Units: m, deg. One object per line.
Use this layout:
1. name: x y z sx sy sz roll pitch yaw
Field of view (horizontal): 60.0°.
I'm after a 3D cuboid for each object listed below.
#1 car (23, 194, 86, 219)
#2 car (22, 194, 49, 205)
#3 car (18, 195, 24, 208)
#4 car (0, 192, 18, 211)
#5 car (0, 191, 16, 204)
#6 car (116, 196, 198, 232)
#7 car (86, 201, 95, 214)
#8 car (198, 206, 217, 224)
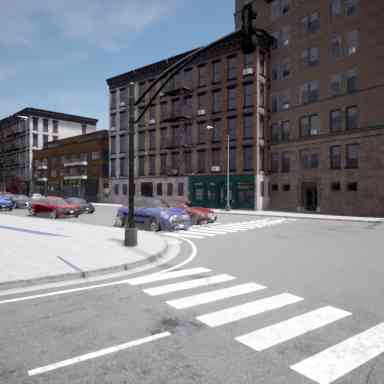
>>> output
1. car: -10.493 1.135 25.235 5.008 1.535 1.882 0 0 38
2. car: -22.877 1.002 48.408 4.674 1.442 1.812 1 0 41
3. car: -18.987 1.032 36.312 4.902 1.511 2.128 1 0 40
4. car: -19.222 1.025 32.283 5.008 1.535 1.882 1 0 40
5. car: -27.587 0.786 48.231 4.553 1.767 2.097 1 0 41
6. car: -2.187 1.123 18.347 4.553 1.767 2.097 1 0 43
7. car: -10.385 1.211 29.303 4.181 1.385 1.994 1 0 39
8. car: -0.576 1.305 21.686 4.674 1.442 1.812 1 0 37
